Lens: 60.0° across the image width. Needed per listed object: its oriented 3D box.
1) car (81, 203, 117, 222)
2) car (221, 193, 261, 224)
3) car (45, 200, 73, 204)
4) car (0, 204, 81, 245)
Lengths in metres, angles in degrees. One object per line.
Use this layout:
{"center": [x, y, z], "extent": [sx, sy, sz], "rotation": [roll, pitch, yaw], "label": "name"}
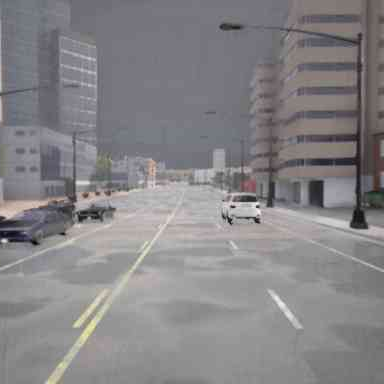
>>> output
{"center": [-7.186, 1.503, 25.484], "extent": [1.895, 1.301, 4.718], "rotation": [0, 0, 0], "label": "car"}
{"center": [3.402, 1.106, 23.829], "extent": [2.150, 2.045, 5.566], "rotation": [0, 0, -1], "label": "car"}
{"center": [-10.689, 1.400, 26.339], "extent": [2.128, 1.511, 4.902], "rotation": [0, 0, 0], "label": "car"}
{"center": [-7.160, 1.482, 15.372], "extent": [2.033, 1.411, 5.357], "rotation": [0, 0, 0], "label": "car"}
